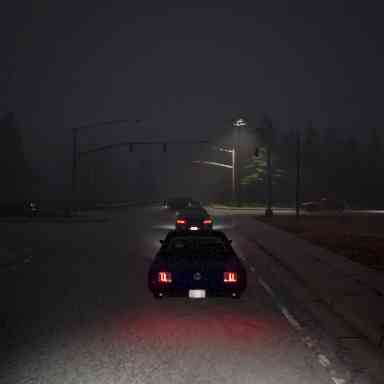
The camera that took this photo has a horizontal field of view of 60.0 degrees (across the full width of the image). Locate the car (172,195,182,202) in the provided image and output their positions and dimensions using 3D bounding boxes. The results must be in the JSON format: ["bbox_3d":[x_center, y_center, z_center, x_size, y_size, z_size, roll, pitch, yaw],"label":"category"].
[{"bbox_3d":[-3.368,1.502,75.867,1.994,1.385,4.181,0,0,1],"label":"car"}]

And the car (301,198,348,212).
[{"bbox_3d":[15.162,1.473,38.165,5.008,1.535,1.882,0,0,1],"label":"car"}]

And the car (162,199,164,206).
[{"bbox_3d":[-3.580,1.530,52.981,1.994,1.385,4.181,0,0,0],"label":"car"}]

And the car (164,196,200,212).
[{"bbox_3d":[-0.738,1.339,37.143,2.097,1.767,4.553,1,0,-37],"label":"car"}]

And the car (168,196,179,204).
[{"bbox_3d":[-3.521,1.483,65.100,1.812,1.442,4.674,0,0,1],"label":"car"}]

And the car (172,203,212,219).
[{"bbox_3d":[0.104,1.511,17.439,1.812,1.442,4.674,0,0,0],"label":"car"}]

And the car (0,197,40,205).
[{"bbox_3d":[-18.332,1.363,35.076,4.553,1.767,2.097,0,0,1],"label":"car"}]

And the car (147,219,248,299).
[{"bbox_3d":[0.101,1.596,8.384,1.895,1.301,4.718,0,0,0],"label":"car"}]
